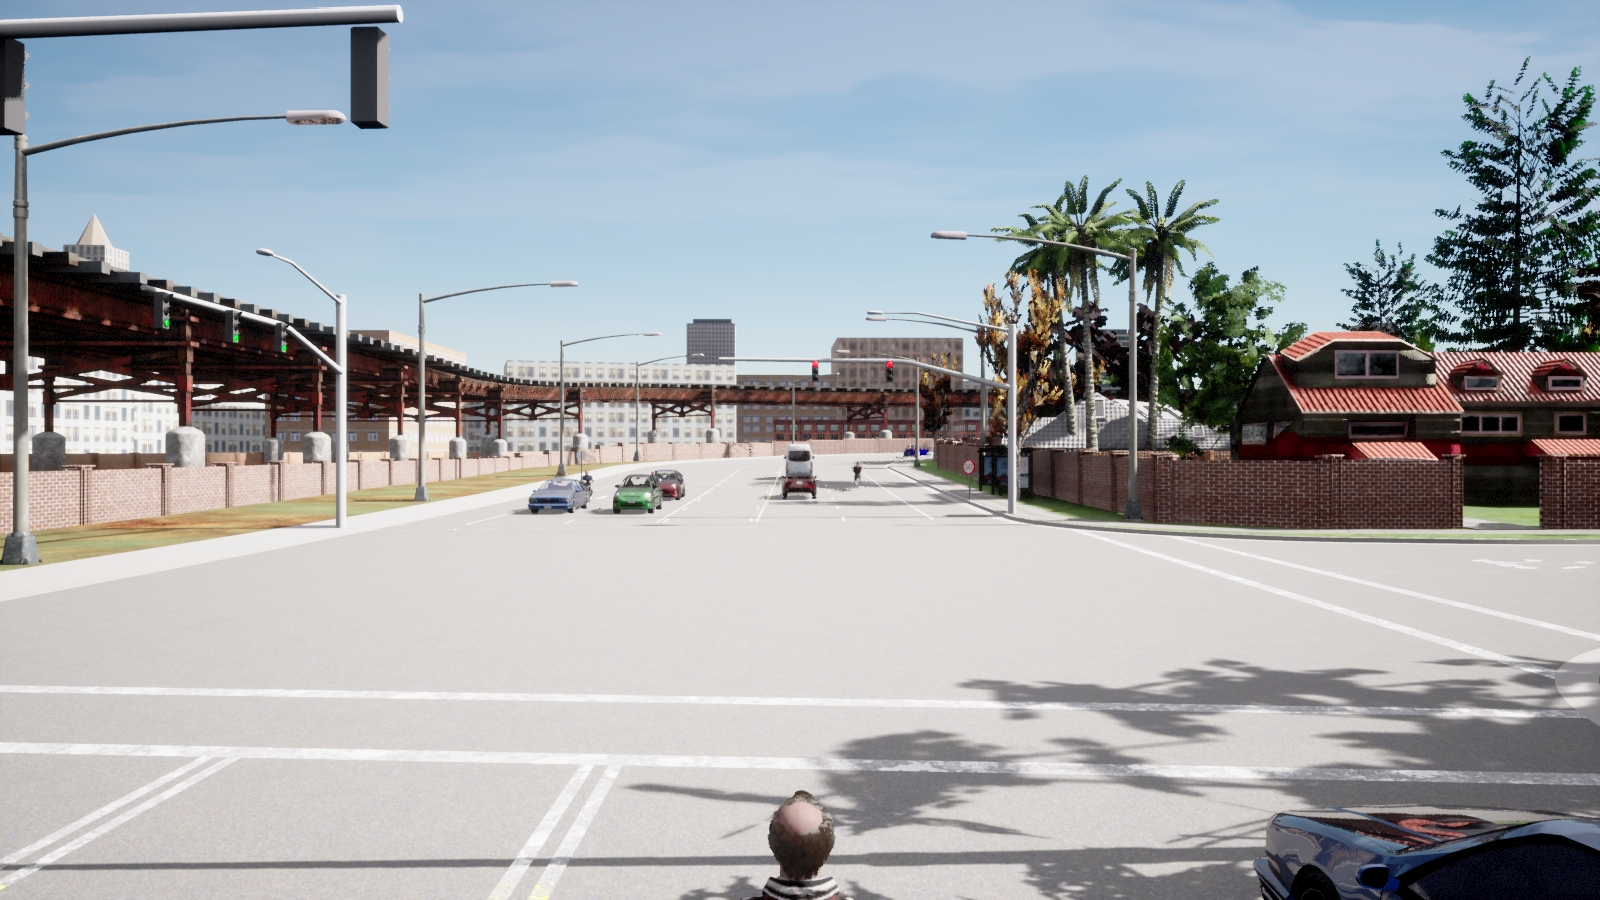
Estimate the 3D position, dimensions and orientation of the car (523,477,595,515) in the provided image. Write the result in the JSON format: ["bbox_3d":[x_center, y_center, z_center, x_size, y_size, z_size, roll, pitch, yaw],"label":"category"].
[{"bbox_3d":[-10.533,1.979,50.381,2.033,1.411,5.357,0,1,0],"label":"car"}]

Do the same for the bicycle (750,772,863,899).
[{"bbox_3d":[0.019,2.048,3.681,0.329,1.496,1.835,0,0,0],"label":"bicycle"}]

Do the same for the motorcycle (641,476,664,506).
[{"bbox_3d":[-7.053,1.947,54.746,0.856,1.341,1.805,0,1,0],"label":"motorcycle"}]

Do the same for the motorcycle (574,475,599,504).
[{"bbox_3d":[-10.476,1.934,56.002,0.856,1.341,1.805,0,1,1],"label":"motorcycle"}]

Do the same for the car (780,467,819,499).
[{"bbox_3d":[-0.036,1.770,61.976,2.007,1.525,4.514,0,1,0],"label":"car"}]

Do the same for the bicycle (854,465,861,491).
[{"bbox_3d":[3.472,1.669,68.848,0.329,1.496,1.835,0,1,0],"label":"bicycle"}]

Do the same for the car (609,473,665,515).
[{"bbox_3d":[-7.031,1.877,49.699,1.851,1.617,3.988,0,1,0],"label":"car"}]

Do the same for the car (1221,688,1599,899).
[{"bbox_3d":[3.467,2.106,4.038,2.033,1.411,5.357,0,0,1],"label":"car"}]

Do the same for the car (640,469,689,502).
[{"bbox_3d":[-7.040,1.800,59.633,2.007,1.525,4.514,0,1,0],"label":"car"}]
